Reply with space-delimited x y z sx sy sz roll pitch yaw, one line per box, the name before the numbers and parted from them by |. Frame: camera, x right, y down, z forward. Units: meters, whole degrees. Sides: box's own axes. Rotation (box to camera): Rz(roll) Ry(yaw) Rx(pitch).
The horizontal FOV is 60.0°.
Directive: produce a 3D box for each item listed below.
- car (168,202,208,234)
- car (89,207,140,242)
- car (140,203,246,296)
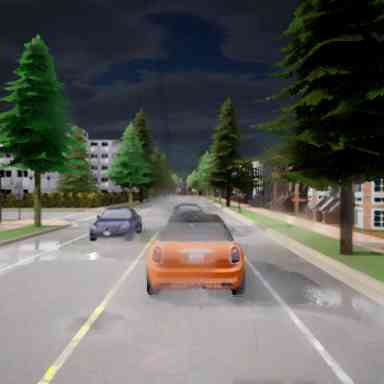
car | -0.360 1.455 20.084 1.837 1.490 4.892 0 1 -7
car | -3.561 1.483 16.328 1.812 1.442 4.674 0 0 0
car | 0.082 1.329 8.778 2.097 1.767 4.553 0 0 0
